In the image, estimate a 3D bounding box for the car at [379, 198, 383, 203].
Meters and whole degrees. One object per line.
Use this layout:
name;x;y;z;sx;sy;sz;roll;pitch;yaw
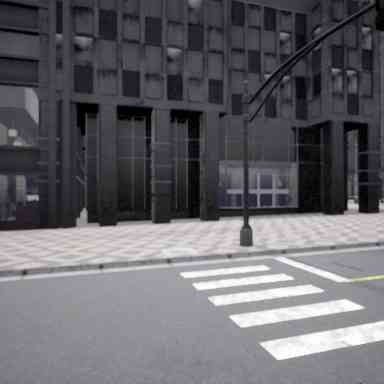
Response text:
car;25.395;0.868;40.093;2.033;1.411;5.357;0;0;-16
